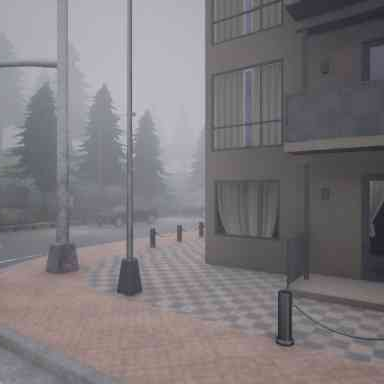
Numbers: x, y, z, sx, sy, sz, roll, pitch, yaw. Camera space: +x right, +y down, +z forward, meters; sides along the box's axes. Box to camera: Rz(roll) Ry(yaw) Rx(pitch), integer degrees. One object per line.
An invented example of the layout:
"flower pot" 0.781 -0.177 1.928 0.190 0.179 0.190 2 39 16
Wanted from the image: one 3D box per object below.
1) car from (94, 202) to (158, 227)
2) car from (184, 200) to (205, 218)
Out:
"car" -4.477 1.493 23.122 1.882 1.535 5.008 0 0 35
"car" 1.188 1.493 31.278 1.882 1.535 5.008 0 0 35
